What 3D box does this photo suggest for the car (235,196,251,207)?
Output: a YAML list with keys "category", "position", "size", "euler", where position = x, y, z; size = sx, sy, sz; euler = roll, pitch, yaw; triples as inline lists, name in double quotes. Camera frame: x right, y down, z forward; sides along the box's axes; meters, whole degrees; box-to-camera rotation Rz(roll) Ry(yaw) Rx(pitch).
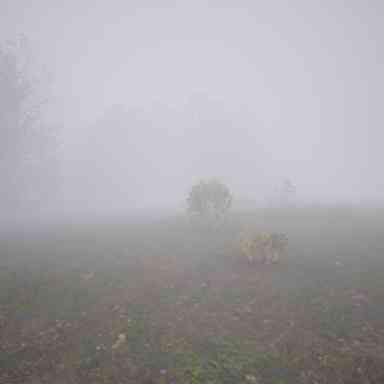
- category: "car"
  position: [6.213, 1.148, 41.134]
  size: [1.895, 1.301, 4.718]
  euler: [-1, 0, 35]
